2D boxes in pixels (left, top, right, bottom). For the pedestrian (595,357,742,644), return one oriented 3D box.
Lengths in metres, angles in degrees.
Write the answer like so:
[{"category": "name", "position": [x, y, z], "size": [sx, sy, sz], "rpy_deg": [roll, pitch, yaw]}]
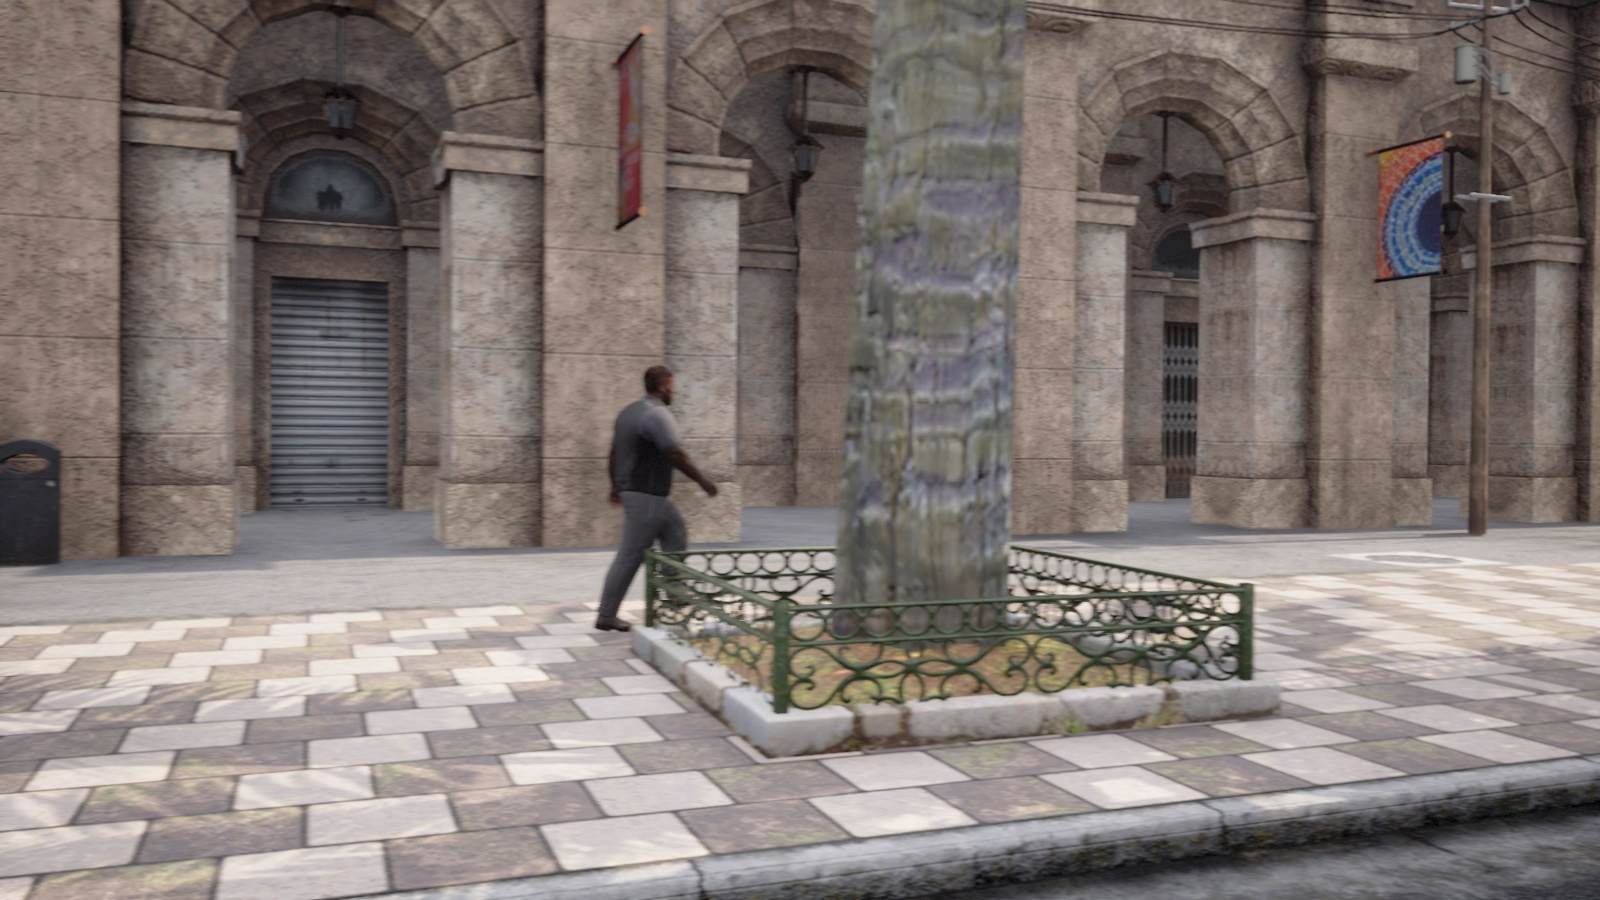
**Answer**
[{"category": "pedestrian", "position": [-0.912, 0.323, 8.684], "size": [0.849, 1.883, 0.563], "rpy_deg": [-1, 1, -27]}]
